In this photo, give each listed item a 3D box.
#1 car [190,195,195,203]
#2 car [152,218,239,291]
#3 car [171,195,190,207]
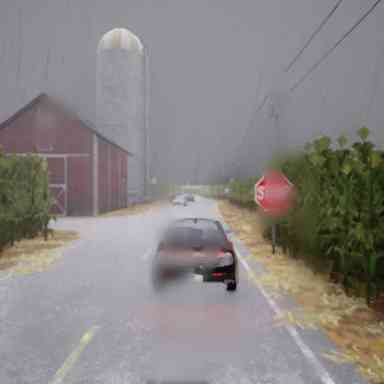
[{"bbox_3d":[-0.450,1.237,62.350,2.033,1.411,5.357,0,0,5],"label":"car"},{"bbox_3d":[0.097,1.447,8.858,2.128,1.511,4.902,0,0,1],"label":"car"},{"bbox_3d":[-1.719,1.296,46.231,1.812,1.442,4.674,0,0,5],"label":"car"}]
